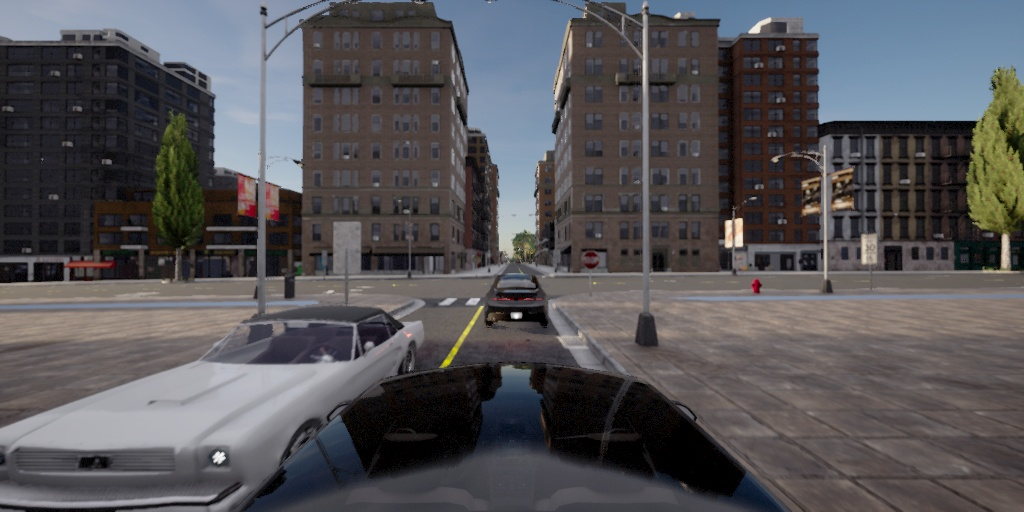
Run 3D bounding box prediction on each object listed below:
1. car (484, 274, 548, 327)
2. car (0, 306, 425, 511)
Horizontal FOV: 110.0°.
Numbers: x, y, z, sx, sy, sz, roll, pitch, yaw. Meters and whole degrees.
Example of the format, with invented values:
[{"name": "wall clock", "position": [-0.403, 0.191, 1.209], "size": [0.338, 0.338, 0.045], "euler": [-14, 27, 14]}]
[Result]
[{"name": "car", "position": [0.139, 1.345, 11.891], "size": [1.837, 1.490, 4.892], "euler": [0, -1, 1]}, {"name": "car", "position": [-2.560, 1.375, 4.412], "size": [1.895, 1.301, 4.718], "euler": [0, -1, 0]}]
